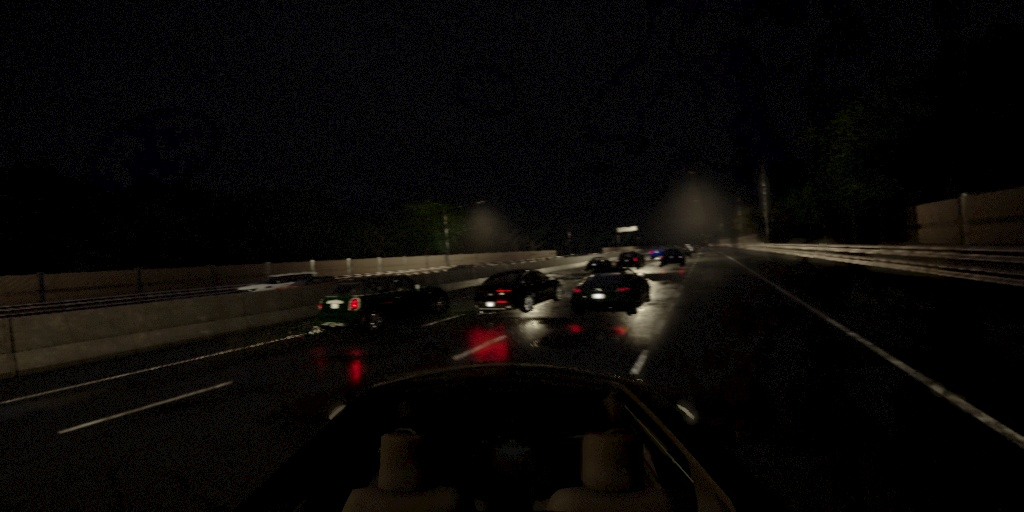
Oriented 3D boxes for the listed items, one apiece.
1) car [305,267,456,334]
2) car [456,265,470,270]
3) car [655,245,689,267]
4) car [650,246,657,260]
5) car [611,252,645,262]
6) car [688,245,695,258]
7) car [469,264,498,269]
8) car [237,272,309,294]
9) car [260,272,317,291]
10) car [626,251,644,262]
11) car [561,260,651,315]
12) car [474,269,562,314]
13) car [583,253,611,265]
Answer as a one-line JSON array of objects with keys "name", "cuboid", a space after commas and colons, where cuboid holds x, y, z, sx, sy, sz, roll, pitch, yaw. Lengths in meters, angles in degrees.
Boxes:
[{"name": "car", "cuboid": [-4.296, 1.461, 12.640, 2.097, 1.767, 4.553, -4, 0, 29]}, {"name": "car", "cuboid": [-6.384, 1.865, 45.478, 1.882, 1.535, 5.008, -4, -1, 29]}, {"name": "car", "cuboid": [15.570, 0.050, 34.664, 2.097, 1.767, 4.553, -4, 0, 28]}, {"name": "car", "cuboid": [22.606, -0.512, 55.129, 2.150, 2.045, 5.566, -4, 0, 28]}, {"name": "car", "cuboid": [11.299, 0.368, 34.102, 2.097, 1.767, 4.553, -4, 0, 28]}, {"name": "car", "cuboid": [25.661, -0.491, 53.403, 1.882, 1.535, 5.008, -4, 0, 28]}, {"name": "car", "cuboid": [-2.816, 1.718, 44.698, 1.895, 1.301, 4.718, -4, 0, 29]}, {"name": "car", "cuboid": [-16.864, 2.325, 26.276, 2.150, 2.045, 5.566, -4, 0, 29]}, {"name": "car", "cuboid": [-13.896, 2.225, 24.408, 2.097, 1.767, 4.553, -4, 0, 29]}, {"name": "car", "cuboid": [19.525, 0.068, 56.726, 1.994, 1.385, 4.181, -4, 0, 28]}, {"name": "car", "cuboid": [3.486, 1.088, 12.301, 1.994, 1.385, 4.181, -4, 0, 29]}, {"name": "car", "cuboid": [0.421, 1.266, 13.987, 1.837, 1.490, 4.892, -4, 0, 29]}, {"name": "car", "cuboid": [9.081, 0.760, 37.316, 1.994, 1.385, 4.181, -4, 0, 28]}]
